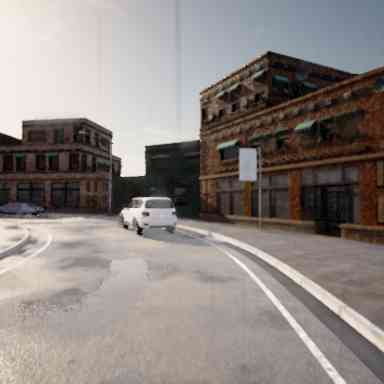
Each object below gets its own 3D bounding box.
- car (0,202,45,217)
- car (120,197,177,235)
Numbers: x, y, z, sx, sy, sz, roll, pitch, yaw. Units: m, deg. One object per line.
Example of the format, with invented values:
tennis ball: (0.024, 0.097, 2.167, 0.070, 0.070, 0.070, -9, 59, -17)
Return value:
car: (-17.233, 1.694, 32.847, 5.357, 1.411, 2.033, 0, -2, 19)
car: (-2.719, 1.318, 19.866, 2.150, 2.045, 5.566, 1, -1, -25)
